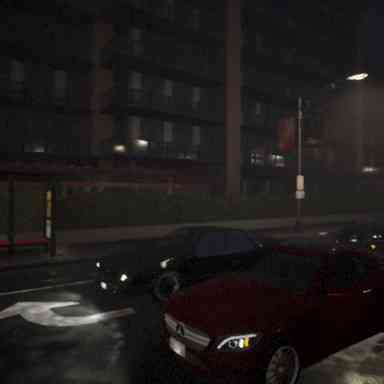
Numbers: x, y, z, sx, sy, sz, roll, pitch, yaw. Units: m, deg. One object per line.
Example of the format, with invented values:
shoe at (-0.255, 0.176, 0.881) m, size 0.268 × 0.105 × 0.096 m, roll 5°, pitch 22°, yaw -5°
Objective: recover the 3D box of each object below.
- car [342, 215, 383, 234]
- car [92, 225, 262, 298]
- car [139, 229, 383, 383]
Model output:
car at (7.853, 1.696, 13.903) m, size 4.181 × 1.385 × 1.994 m, roll 1°, pitch 0°, yaw -35°
car at (0.322, 1.595, 8.524) m, size 5.357 × 1.411 × 2.033 m, roll 1°, pitch 0°, yaw -36°
car at (1.730, 1.566, 5.222) m, size 4.674 × 1.442 × 1.812 m, roll 1°, pitch 0°, yaw -36°
